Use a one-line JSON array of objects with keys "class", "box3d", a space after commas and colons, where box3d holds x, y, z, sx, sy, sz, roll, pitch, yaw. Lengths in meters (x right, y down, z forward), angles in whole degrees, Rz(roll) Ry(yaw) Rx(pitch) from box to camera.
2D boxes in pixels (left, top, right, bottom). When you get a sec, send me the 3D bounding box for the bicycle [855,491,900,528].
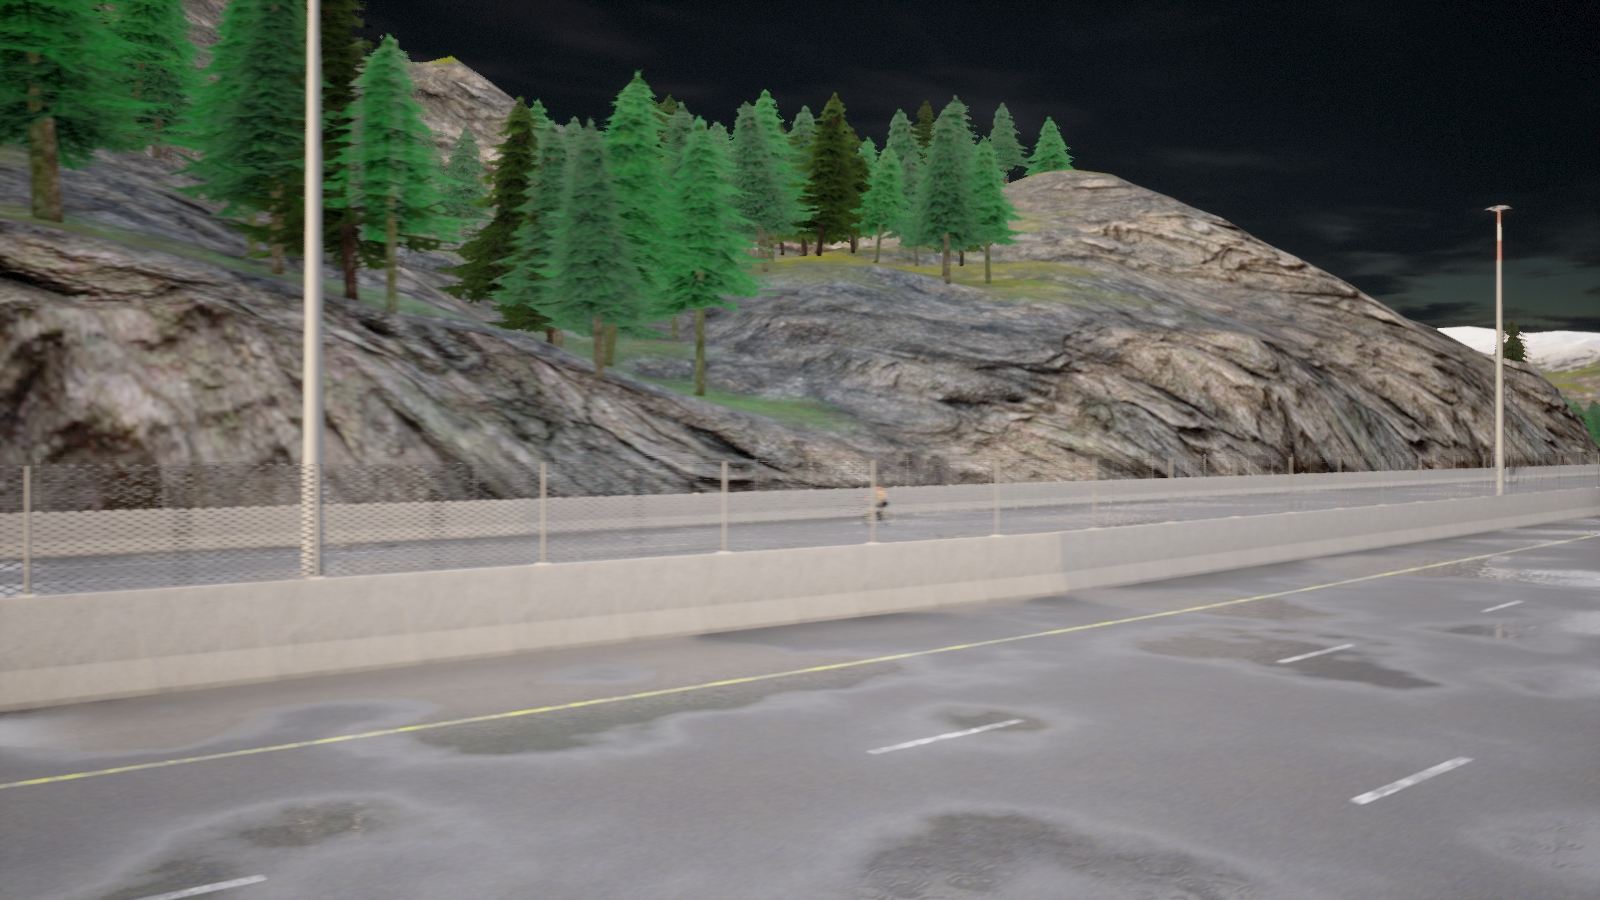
[{"class": "bicycle", "box3d": [2.882, 2.191, 42.421, 1.487, 1.295, 0.859, 0, 0, -42]}]
